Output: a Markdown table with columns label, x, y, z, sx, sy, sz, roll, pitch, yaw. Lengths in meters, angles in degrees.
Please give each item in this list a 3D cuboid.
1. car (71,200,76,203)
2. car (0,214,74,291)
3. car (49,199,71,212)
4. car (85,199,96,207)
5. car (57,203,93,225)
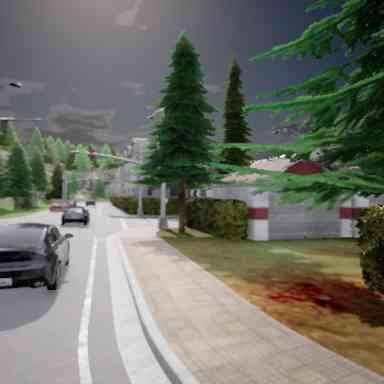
| label | x | y | z | sx | sy | sz | roll | pitch | yaw |
| --- | --- | --- | --- | --- | --- | --- | --- | --- | --- |
| car | -22.586 | 2.177 | 61.699 | 1.994 | 1.385 | 4.181 | 1 | -1 | -15 |
| car | -4.446 | 1.589 | 9.040 | 1.837 | 1.490 | 4.892 | 1 | -1 | -16 |
| car | -18.312 | 1.792 | 45.770 | 2.097 | 1.767 | 4.553 | 1 | -1 | -15 |
| car | -20.081 | 2.160 | 65.858 | 1.837 | 1.490 | 4.892 | 1 | -1 | -15 |
| car | -9.361 | 1.849 | 26.909 | 1.994 | 1.385 | 4.181 | 1 | -1 | -15 |
